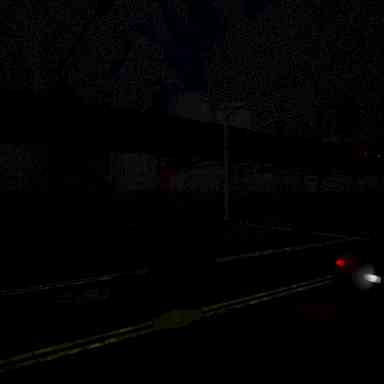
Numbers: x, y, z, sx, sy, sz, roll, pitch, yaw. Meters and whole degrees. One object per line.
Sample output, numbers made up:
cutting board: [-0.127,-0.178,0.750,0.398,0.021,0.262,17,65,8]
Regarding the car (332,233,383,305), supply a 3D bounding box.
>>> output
car: [4.967,1.564,7.317,4.181,1.385,1.994,0,0,-35]
